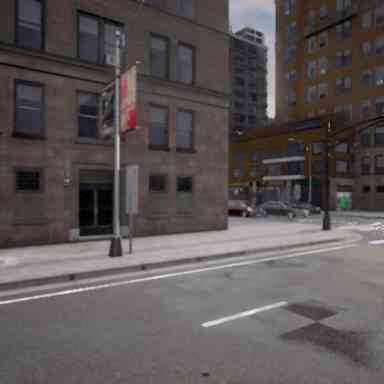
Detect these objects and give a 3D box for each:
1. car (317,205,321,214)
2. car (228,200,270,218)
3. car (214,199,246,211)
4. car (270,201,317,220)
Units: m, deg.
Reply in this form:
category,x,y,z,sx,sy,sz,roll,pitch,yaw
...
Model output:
category,x,y,z,sx,sy,sz,roll,pitch,yaw
car,11.101,1.651,34.227,1.947,1.339,4.313,0,0,-35
car,4.494,1.473,29.674,1.967,1.590,4.097,0,0,-35
car,4.846,1.665,43.303,1.802,1.307,4.206,0,0,-35
car,7.967,1.542,29.104,2.128,1.511,4.902,0,0,-35
